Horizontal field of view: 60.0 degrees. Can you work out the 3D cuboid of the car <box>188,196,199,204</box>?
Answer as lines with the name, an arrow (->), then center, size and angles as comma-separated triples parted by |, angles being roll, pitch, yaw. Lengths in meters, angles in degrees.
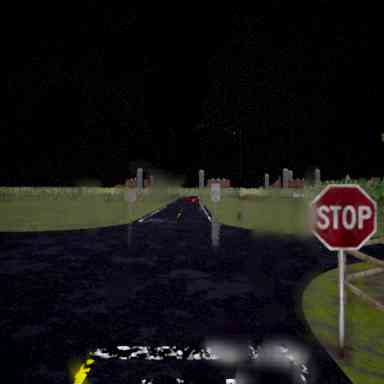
car -> 0.224, 1.426, 59.982 | 1.882, 1.535, 5.008 | 0, 0, 0

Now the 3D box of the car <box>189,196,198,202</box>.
car -> 0.263, 1.435, 70.433 | 1.895, 1.301, 4.718 | 0, 0, 0
